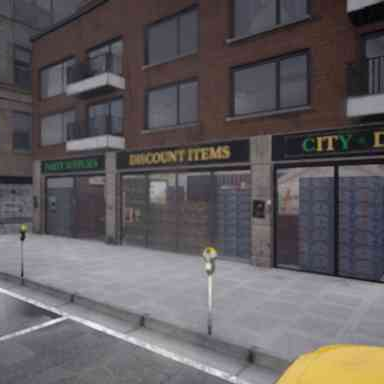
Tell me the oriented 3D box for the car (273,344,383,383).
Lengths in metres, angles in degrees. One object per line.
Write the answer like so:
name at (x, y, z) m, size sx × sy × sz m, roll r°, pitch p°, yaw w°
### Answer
car at (2.769, 1.459, 1.234) m, size 5.366 × 1.575 × 1.801 m, roll 0°, pitch 0°, yaw 37°
